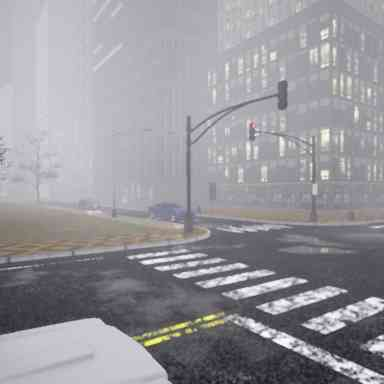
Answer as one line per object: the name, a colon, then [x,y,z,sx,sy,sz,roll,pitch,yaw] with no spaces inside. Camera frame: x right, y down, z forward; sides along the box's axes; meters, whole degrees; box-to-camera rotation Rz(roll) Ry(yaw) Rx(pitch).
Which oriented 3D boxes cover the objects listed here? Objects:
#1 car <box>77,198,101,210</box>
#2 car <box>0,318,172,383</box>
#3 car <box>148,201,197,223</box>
car: [-13.135,1.488,42.326,2.128,1.511,4.902,0,0,-35]
car: [-2.301,1.601,1.800,4.718,1.301,1.895,0,0,-35]
car: [-1.597,1.475,25.909,1.882,1.535,5.008,0,1,-36]
